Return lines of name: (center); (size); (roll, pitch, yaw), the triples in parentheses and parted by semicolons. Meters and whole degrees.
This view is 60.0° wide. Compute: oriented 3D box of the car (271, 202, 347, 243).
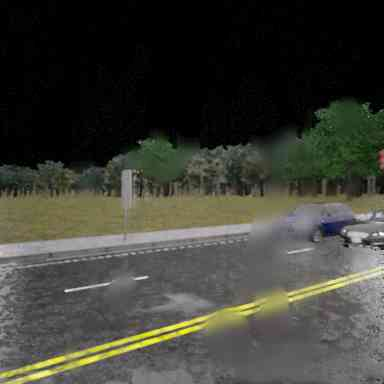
car: (5.852, 1.290, 15.740); (4.553, 1.767, 2.097); (0, 0, -35)

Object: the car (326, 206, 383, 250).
car: (7.784, 1.431, 13.125); (4.902, 1.511, 2.128); (0, 0, -35)
